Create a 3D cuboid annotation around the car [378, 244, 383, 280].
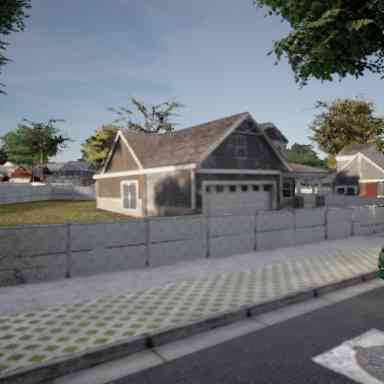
[{"bbox_3d":[6.686,1.191,7.841,5.566,2.045,2.150,0,0,-35],"label":"car"}]
